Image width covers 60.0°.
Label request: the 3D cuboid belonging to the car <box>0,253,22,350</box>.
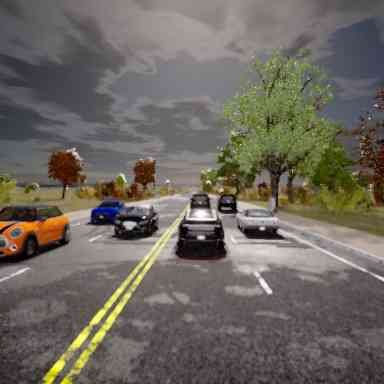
[{"bbox_3d":[-3.323,1.527,2.322,1.994,1.385,4.181,1,0,1],"label":"car"}]

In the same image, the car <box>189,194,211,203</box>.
[{"bbox_3d":[0.908,1.194,36.357,2.150,2.045,5.566,1,0,1],"label":"car"}]

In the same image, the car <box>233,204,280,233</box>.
[{"bbox_3d":[3.767,1.626,19.742,1.895,1.301,4.718,1,0,1],"label":"car"}]

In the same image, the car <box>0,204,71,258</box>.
[{"bbox_3d":[-6.304,1.276,12.450,2.097,1.767,4.553,1,0,2],"label":"car"}]

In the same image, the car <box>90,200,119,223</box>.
[{"bbox_3d":[-6.006,1.393,24.761,1.882,1.535,5.008,1,0,2],"label":"car"}]

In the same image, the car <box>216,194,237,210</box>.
[{"bbox_3d":[4.264,1.224,40.969,2.150,2.045,5.566,1,0,1],"label":"car"}]

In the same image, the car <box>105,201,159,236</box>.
[{"bbox_3d":[-2.943,1.446,18.427,2.128,1.511,4.902,1,0,2],"label":"car"}]

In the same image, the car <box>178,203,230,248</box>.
[{"bbox_3d":[0.403,1.486,14.829,2.128,1.511,4.902,1,0,1],"label":"car"}]
